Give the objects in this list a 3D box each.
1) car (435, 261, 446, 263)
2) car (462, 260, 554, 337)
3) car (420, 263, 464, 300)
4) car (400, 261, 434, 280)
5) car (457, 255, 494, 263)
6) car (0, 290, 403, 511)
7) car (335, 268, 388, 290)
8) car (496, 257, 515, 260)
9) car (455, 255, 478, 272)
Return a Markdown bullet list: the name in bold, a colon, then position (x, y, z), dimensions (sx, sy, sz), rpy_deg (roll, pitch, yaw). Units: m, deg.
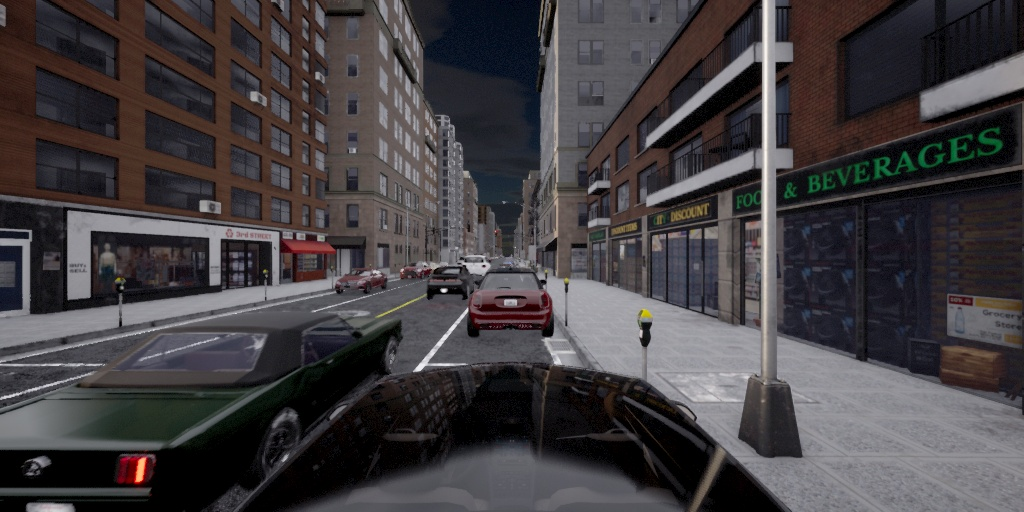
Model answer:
- **car**: position (-8.408, 1.275, 36.773), dimensions (1.751, 1.417, 4.829), rpy_deg (0, 0, 0)
- **car**: position (-0.033, 1.102, 10.470), dimensions (2.097, 1.767, 4.553), rpy_deg (0, 0, 0)
- **car**: position (-2.920, 1.252, 17.805), dimensions (1.837, 1.490, 4.892), rpy_deg (0, -1, 0)
- **car**: position (-8.408, 1.190, 31.425), dimensions (1.967, 1.591, 4.097), rpy_deg (0, 0, 0)
- **car**: position (-3.021, 0.973, 30.945), dimensions (2.150, 2.045, 5.566), rpy_deg (0, 0, 0)
- **car**: position (-2.917, 1.351, 4.497), dimensions (1.895, 1.301, 4.718), rpy_deg (0, 0, 0)
- **car**: position (-8.408, 1.332, 20.388), dimensions (1.802, 1.307, 4.207), rpy_deg (0, 0, 0)
- **car**: position (-0.383, 1.190, 36.951), dimensions (1.967, 1.591, 4.097), rpy_deg (0, 0, 0)
- **car**: position (-5.771, 0.957, 46.001), dimensions (2.150, 2.045, 5.566), rpy_deg (0, 0, 0)
